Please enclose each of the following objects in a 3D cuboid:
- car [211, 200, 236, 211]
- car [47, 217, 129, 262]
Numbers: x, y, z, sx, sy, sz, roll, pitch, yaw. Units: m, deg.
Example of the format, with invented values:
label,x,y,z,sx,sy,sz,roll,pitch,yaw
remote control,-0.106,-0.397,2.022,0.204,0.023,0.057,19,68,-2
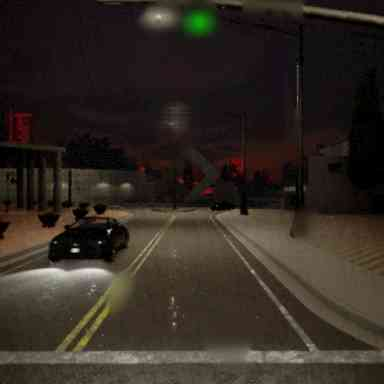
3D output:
label,x,y,z,sx,sy,sz,roll,pitch,yaw
car,4.421,1.835,45.985,1.994,1.385,4.181,0,0,34
car,-3.595,1.614,12.213,1.994,1.385,4.181,0,0,0
